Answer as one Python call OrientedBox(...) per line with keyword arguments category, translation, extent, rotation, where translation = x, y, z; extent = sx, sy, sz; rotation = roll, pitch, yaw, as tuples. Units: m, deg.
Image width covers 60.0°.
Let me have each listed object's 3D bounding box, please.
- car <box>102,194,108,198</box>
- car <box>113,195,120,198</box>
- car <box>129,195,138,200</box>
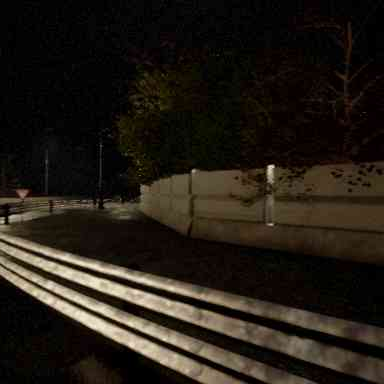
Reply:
OrientedBox(category="car", translation=(-24.405, 1.351, 91.908), extent=(1.882, 1.535, 5.008), rotation=(0, 0, -14))
OrientedBox(category="car", translation=(-20.977, 1.488, 92.603), extent=(1.895, 1.301, 4.718), rotation=(0, 0, -14))
OrientedBox(category="car", translation=(-16.053, 1.471, 92.025), extent=(1.994, 1.385, 4.181), rotation=(0, 0, 2))
